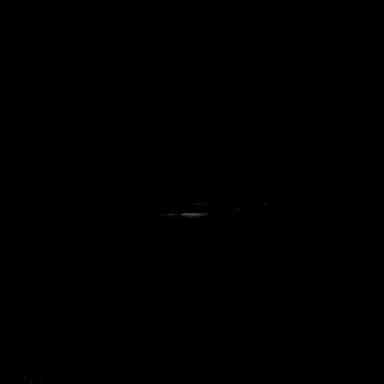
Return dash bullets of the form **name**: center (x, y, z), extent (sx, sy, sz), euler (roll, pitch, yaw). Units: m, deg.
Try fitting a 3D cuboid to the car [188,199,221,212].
- **car**: center (1.496, 1.487, 37.672), extent (1.882, 1.535, 5.008), euler (1, 0, 35)
